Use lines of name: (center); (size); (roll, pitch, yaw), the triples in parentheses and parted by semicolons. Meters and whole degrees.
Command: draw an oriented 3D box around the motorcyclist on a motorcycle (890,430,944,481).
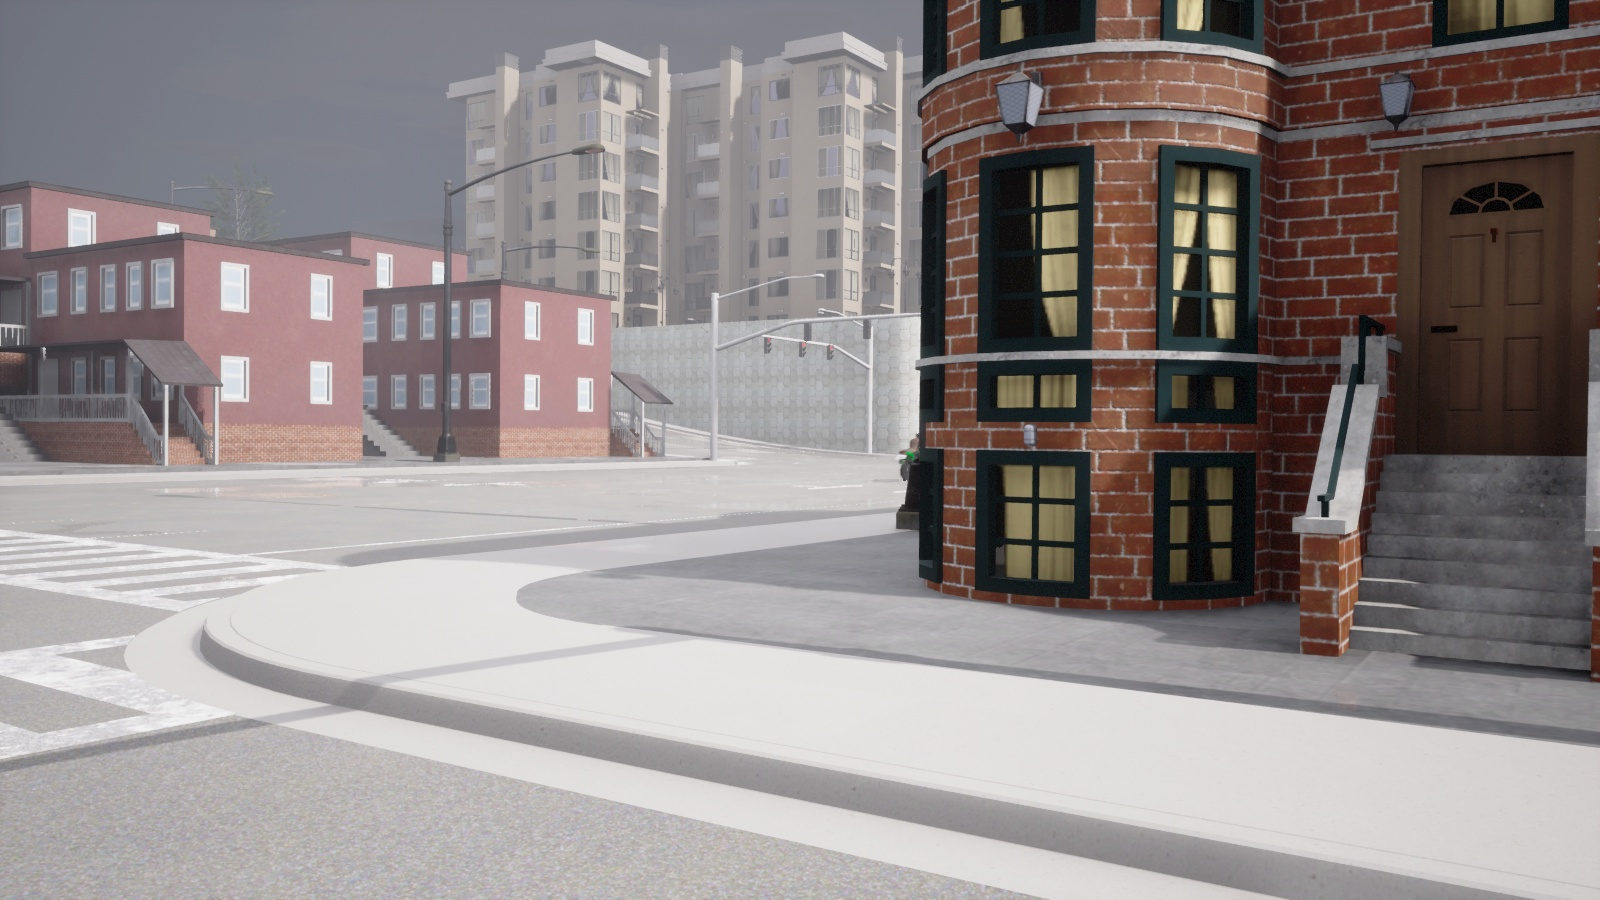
motorcyclist on a motorcycle: (3.656, 0.146, 39.113); (0.797, 1.523, 2.044); (0, 1, 34)
